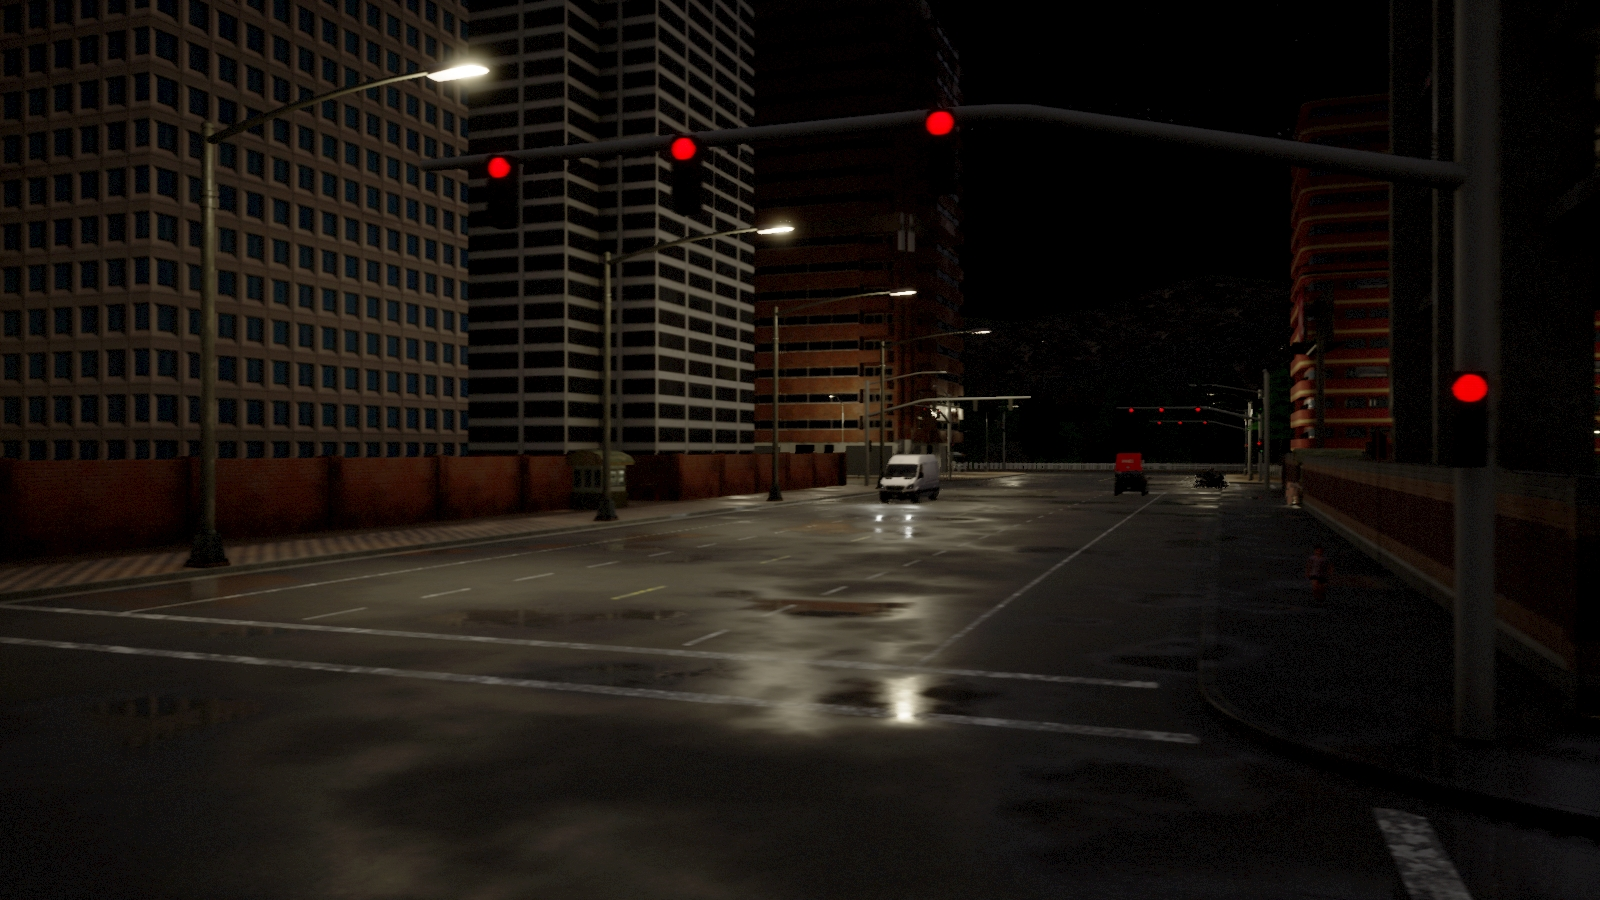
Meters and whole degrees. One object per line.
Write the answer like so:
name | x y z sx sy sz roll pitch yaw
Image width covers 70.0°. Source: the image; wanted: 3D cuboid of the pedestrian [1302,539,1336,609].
pedestrian | 8.720 2.078 19.206 0.500 1.100 0.500 0 0 21
